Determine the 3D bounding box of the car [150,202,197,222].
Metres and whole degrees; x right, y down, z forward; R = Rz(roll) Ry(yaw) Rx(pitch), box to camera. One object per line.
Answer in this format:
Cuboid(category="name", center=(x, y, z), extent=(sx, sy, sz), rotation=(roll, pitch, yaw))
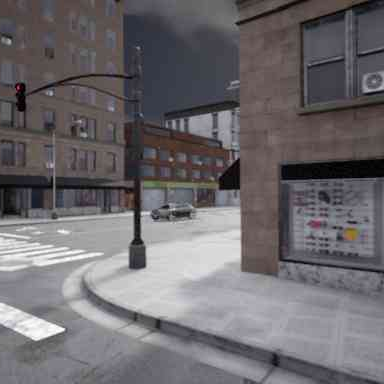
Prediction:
Cuboid(category="car", center=(-1.511, 1.668, 28.429), extent=(1.837, 1.490, 4.892), rotation=(-1, -1, 36))
